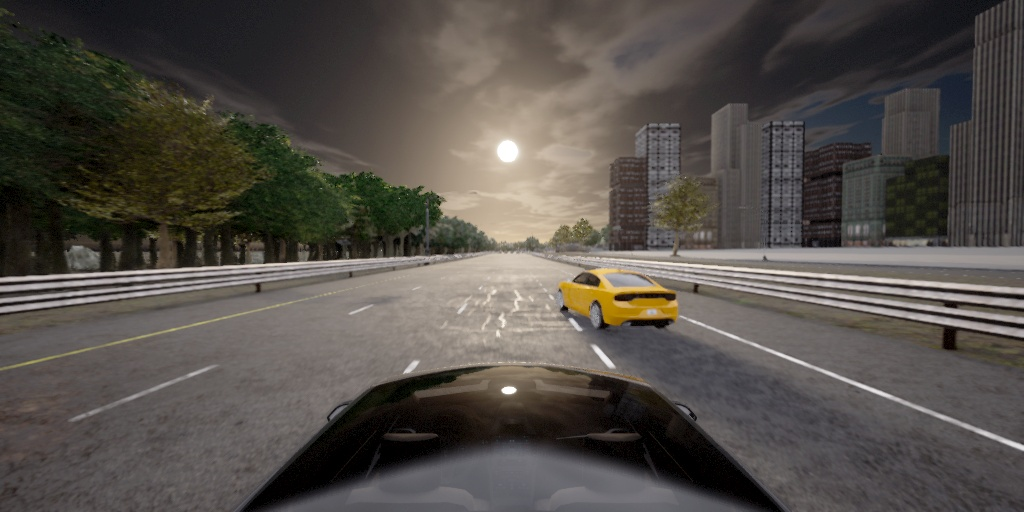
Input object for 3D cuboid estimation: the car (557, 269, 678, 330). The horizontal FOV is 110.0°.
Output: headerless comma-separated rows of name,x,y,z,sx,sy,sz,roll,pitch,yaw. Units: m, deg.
car,2.827,1.113,10.780,1.882,1.535,5.008,0,1,-10
